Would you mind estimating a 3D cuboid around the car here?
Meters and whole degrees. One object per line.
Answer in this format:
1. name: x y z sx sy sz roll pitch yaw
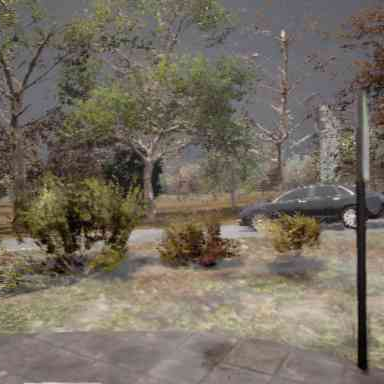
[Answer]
1. car: 3.960 0.508 11.508 4.892 1.490 1.837 -5 -2 23
